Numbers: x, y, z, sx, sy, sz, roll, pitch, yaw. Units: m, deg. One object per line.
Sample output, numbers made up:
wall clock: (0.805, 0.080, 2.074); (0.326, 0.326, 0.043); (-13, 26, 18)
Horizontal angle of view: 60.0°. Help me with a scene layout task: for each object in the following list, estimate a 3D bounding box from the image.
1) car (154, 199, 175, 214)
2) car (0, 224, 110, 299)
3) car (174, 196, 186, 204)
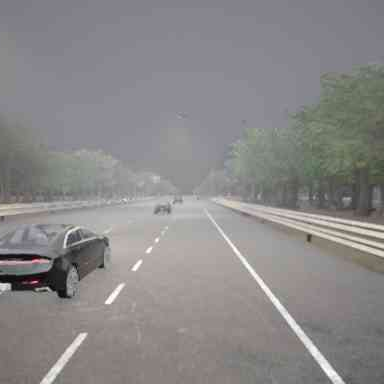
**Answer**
car: (-3.395, 1.845, 40.098); (1.812, 1.442, 4.674); (0, 0, 0)
car: (-3.490, 1.561, 8.591); (2.128, 1.511, 4.902); (0, 0, 0)
car: (-3.247, 1.851, 79.408); (2.150, 2.045, 5.566); (0, 0, 0)
